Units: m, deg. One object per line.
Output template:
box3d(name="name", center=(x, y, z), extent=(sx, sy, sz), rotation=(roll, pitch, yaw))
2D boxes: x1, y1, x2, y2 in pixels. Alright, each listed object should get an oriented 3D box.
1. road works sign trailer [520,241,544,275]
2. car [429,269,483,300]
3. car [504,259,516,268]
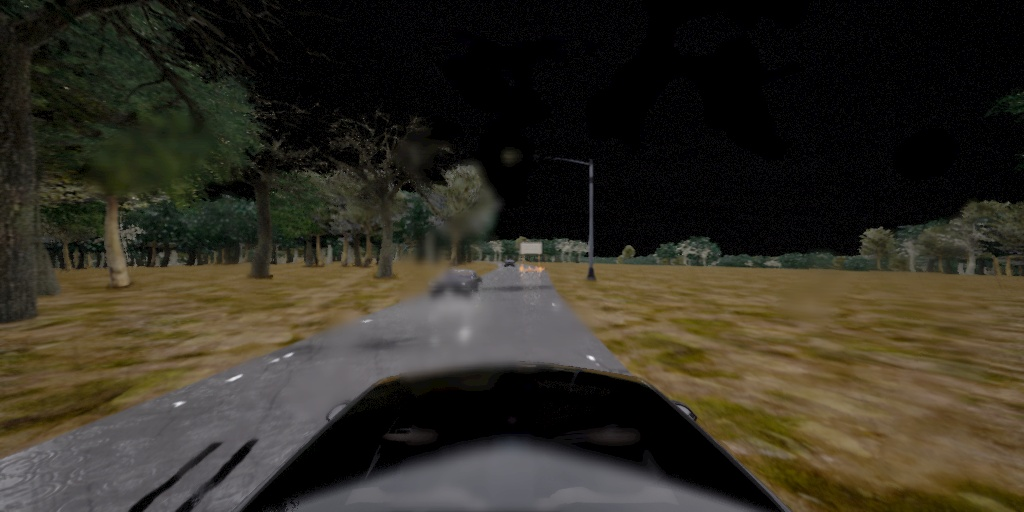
box3d(name="road works sign trailer", center=(2.027, 0.202, 38.572), extent=(2.380, 3.560, 2.880), rotation=(0, 0, 3))
box3d(name="car", center=(-2.650, 1.338, 17.754), extent=(1.895, 1.301, 4.718), rotation=(0, 0, 3))
box3d(name="car", center=(-0.374, 1.272, 59.930), extent=(2.033, 1.411, 5.357), rotation=(0, 0, 0))
